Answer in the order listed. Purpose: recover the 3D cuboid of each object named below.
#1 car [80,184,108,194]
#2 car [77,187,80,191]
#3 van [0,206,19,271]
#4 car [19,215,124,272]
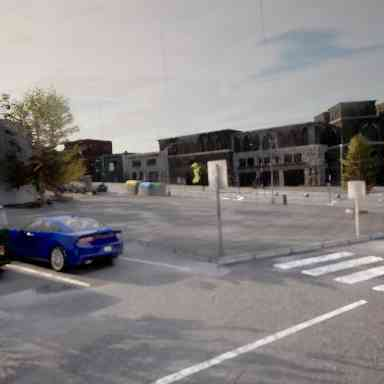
[{"bbox_3d":[-15.579,-0.506,54.335,2.163,1.488,4.792,1,6,16],"label":"car"},{"bbox_3d":[-17.990,-0.674,56.056,2.231,1.521,4.892,1,6,15],"label":"car"},{"bbox_3d":[-6.989,1.275,9.305,4.442,1.987,1.878,-1,-1,35],"label":"van"},{"bbox_3d":[-4.433,1.511,10.953,5.008,1.535,2.097,-1,-1,35],"label":"car"}]
